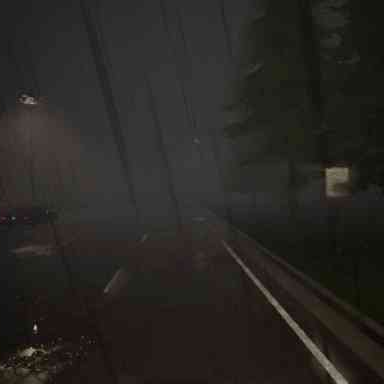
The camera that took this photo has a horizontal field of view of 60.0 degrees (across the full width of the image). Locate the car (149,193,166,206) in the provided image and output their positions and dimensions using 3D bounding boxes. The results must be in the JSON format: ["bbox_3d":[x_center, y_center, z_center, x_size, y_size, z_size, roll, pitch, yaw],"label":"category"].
[{"bbox_3d":[-5.312,1.303,49.863,1.812,1.442,4.674,-2,1,-2],"label":"car"}]

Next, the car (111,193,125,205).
[{"bbox_3d":[-12.726,1.135,58.656,2.150,2.045,5.566,-2,0,-2],"label":"car"}]

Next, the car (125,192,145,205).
[{"bbox_3d":[-9.066,1.066,54.630,2.150,2.045,5.566,-2,0,-2],"label":"car"}]

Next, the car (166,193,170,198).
[{"bbox_3d":[-7.133,1.022,94.752,1.812,1.442,4.674,-2,0,-2],"label":"car"}]

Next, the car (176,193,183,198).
[{"bbox_3d":[-3.635,0.927,94.844,1.812,1.442,4.674,-2,0,-2],"label":"car"}]

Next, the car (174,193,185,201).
[{"bbox_3d":[-2.544,0.930,66.948,2.097,1.767,4.553,-2,0,-2],"label":"car"}]

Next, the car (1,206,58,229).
[{"bbox_3d":[-11.228,1.679,23.310,2.033,1.411,5.357,-2,0,-2],"label":"car"}]
